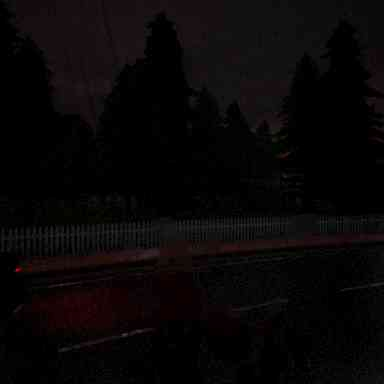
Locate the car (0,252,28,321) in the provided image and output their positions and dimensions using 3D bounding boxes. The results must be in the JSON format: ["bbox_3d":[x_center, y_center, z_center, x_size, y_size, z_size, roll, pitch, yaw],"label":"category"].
[{"bbox_3d":[-4.943,1.491,4.472,4.902,1.511,2.128,0,0,-35],"label":"car"}]
